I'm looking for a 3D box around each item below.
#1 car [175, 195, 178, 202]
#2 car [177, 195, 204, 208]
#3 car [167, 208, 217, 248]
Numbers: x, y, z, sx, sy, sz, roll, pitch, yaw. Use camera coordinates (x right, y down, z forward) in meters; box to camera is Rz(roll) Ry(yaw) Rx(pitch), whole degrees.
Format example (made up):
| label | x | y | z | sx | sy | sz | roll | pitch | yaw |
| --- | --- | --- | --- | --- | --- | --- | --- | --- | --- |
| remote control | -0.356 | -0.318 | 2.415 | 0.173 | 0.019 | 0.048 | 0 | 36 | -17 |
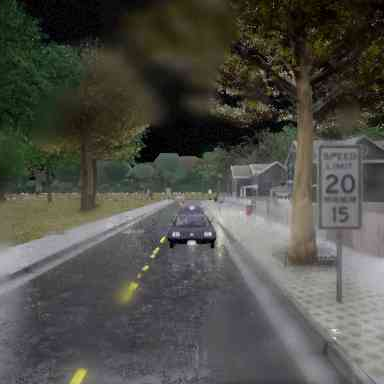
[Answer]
| label | x | y | z | sx | sy | sz | roll | pitch | yaw |
| --- | --- | --- | --- | --- | --- | --- | --- | --- | --- |
| car | -2.750 | 1.399 | 75.770 | 2.097 | 1.767 | 4.553 | 0 | 0 | 0 |
| car | 0.000 | 1.371 | 29.620 | 2.097 | 1.767 | 4.553 | 0 | 0 | 0 |
| car | 0.000 | 1.617 | 14.680 | 1.895 | 1.301 | 4.718 | 0 | 0 | 0 |
